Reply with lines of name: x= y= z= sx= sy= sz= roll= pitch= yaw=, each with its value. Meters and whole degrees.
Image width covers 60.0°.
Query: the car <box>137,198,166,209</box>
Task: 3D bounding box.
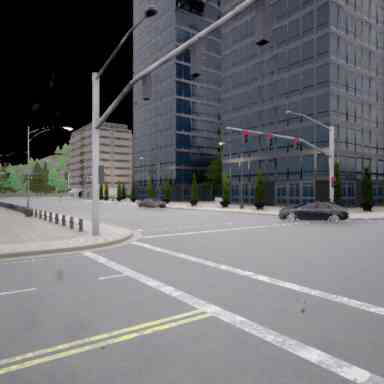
car: x=-5.367 y=1.492 z=43.951 sx=2.033 sy=1.411 sz=5.357 roll=0 pitch=0 yaw=-35

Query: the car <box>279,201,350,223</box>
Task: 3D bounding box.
car: x=9.012 y=1.462 z=24.711 sx=4.892 sy=1.490 sz=1.837 roll=0 pitch=4 yaw=19
